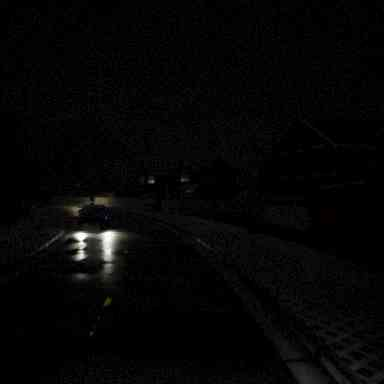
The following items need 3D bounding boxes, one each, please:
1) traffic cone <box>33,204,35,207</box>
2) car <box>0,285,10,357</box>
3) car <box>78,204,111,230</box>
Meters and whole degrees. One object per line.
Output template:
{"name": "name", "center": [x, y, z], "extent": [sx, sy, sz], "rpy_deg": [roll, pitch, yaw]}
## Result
{"name": "traffic cone", "center": [-24.791, 2.123, 52.249], "extent": [0.340, 0.580, 0.340], "rpy_deg": [0, 0, -43]}
{"name": "car", "center": [-3.065, 1.504, 2.120], "extent": [2.128, 1.511, 4.902], "rpy_deg": [0, 0, -3]}
{"name": "car", "center": [-6.512, 1.550, 22.212], "extent": [1.882, 1.535, 5.008], "rpy_deg": [0, 0, -18]}
